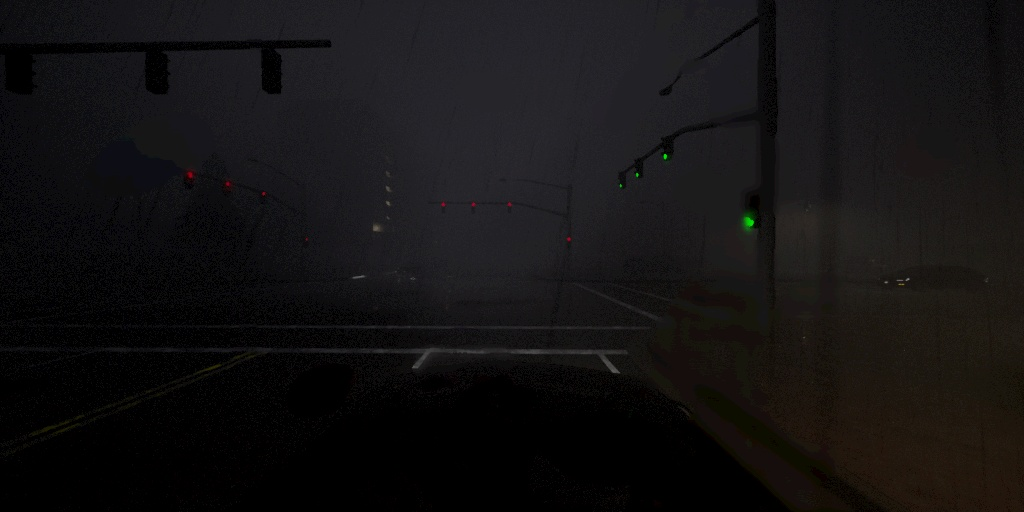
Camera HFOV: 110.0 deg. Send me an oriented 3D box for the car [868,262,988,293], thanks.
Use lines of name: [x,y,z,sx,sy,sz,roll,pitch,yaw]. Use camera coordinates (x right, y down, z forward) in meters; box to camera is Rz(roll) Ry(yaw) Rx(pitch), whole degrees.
car: [23.760,1.251,20.365,4.892,1.490,1.837,0,0,2]

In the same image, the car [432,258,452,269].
car: [-11.198,1.244,56.275,1.837,1.490,4.892,0,0,0]

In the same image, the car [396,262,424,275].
car: [-11.229,1.344,39.742,1.895,1.301,4.718,0,0,0]
